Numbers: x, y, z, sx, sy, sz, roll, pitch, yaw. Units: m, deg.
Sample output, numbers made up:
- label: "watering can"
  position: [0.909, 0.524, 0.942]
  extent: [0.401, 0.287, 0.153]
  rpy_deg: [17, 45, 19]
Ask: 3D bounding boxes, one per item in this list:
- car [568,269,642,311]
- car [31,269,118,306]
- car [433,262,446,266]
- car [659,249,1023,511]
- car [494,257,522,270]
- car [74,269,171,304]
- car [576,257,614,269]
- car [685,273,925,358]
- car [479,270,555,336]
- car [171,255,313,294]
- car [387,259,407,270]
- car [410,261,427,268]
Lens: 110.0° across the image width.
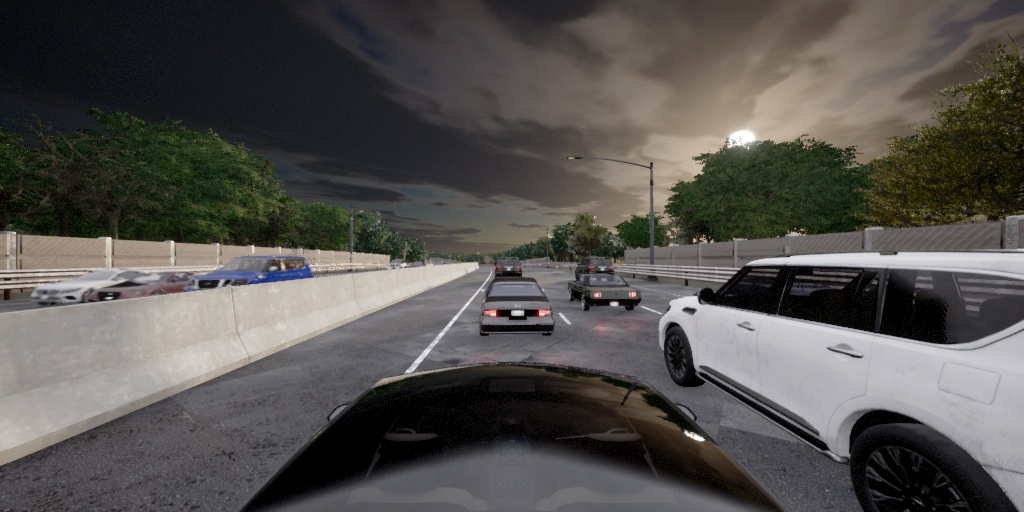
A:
- label: "car"
  position: [3.484, 1.365, 14.502]
  extent: [1.895, 1.301, 4.718]
  rpy_deg: [0, 0, -1]
- label: "car"
  position: [-17.741, 1.298, 15.912]
  extent: [1.812, 1.442, 4.674]
  rpy_deg: [0, 0, -1]
- label: "car"
  position: [-12.117, 1.781, 60.101]
  extent: [2.128, 1.511, 4.902]
  rpy_deg: [0, -1, -3]
- label: "car"
  position: [3.577, 0.971, 3.773]
  extent: [2.150, 2.045, 5.566]
  rpy_deg: [0, 0, 0]
- label: "car"
  position: [-0.313, 1.117, 29.448]
  extent: [2.150, 2.045, 5.566]
  rpy_deg: [0, -1, -1]
- label: "car"
  position: [-14.223, 1.329, 14.615]
  extent: [1.994, 1.385, 4.181]
  rpy_deg: [0, 0, -1]
- label: "car"
  position: [6.689, 1.115, 29.420]
  extent: [2.150, 2.045, 5.566]
  rpy_deg: [0, -1, -1]
- label: "car"
  position: [7.052, 1.299, 9.722]
  extent: [2.033, 1.411, 5.357]
  rpy_deg: [0, 0, -2]
- label: "car"
  position: [0.053, 1.300, 10.355]
  extent: [2.033, 1.411, 5.357]
  rpy_deg: [0, 0, -2]
- label: "car"
  position: [-10.727, 0.990, 15.262]
  extent: [2.150, 2.045, 5.566]
  rpy_deg: [0, 0, -1]
- label: "car"
  position: [-19.106, 1.592, 59.706]
  extent: [2.150, 2.045, 5.566]
  rpy_deg: [0, -1, -3]
- label: "car"
  position: [-15.614, 1.637, 59.950]
  extent: [2.097, 1.767, 4.553]
  rpy_deg: [0, -1, -3]
